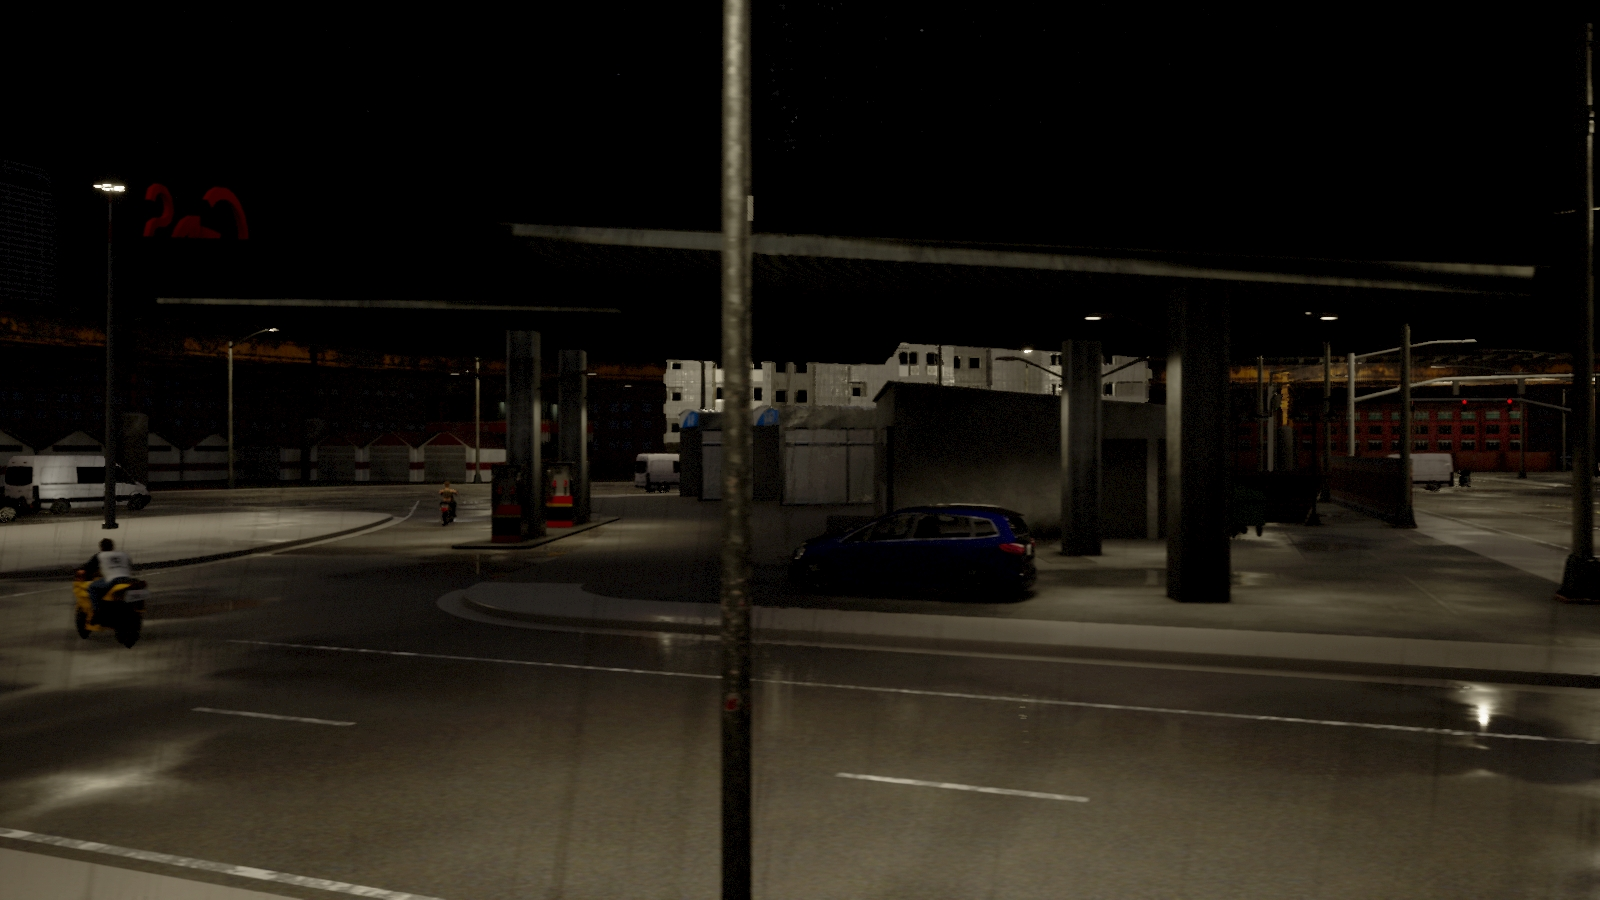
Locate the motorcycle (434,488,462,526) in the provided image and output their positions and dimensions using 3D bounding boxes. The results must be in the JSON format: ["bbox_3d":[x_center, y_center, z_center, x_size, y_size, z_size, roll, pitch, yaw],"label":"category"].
[{"bbox_3d":[-13.364,2.141,43.426,0.764,1.332,2.356,0,0,-11],"label":"motorcycle"}]
